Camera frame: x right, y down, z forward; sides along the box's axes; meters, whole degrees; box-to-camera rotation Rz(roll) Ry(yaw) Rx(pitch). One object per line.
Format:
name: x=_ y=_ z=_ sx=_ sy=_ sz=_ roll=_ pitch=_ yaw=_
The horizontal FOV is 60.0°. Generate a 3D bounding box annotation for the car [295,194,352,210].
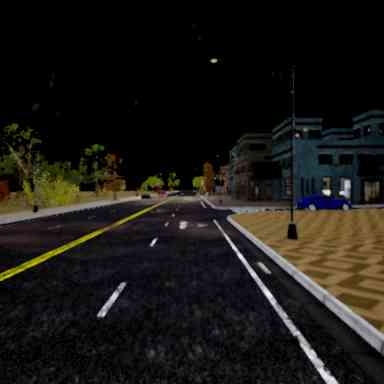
car: x=12.242 y=0.956 z=30.972 sx=5.008 sy=1.535 sz=1.882 roll=-1 pitch=0 yaw=-1

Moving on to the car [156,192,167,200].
car: x=-6.497 y=0.749 z=71.230 sx=2.097 sy=1.767 sz=4.553 roll=0 pitch=0 yaw=0

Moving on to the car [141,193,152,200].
car: x=-9.746 y=0.933 z=71.201 sx=2.033 sy=1.411 sz=5.357 roll=0 pitch=0 yaw=0
